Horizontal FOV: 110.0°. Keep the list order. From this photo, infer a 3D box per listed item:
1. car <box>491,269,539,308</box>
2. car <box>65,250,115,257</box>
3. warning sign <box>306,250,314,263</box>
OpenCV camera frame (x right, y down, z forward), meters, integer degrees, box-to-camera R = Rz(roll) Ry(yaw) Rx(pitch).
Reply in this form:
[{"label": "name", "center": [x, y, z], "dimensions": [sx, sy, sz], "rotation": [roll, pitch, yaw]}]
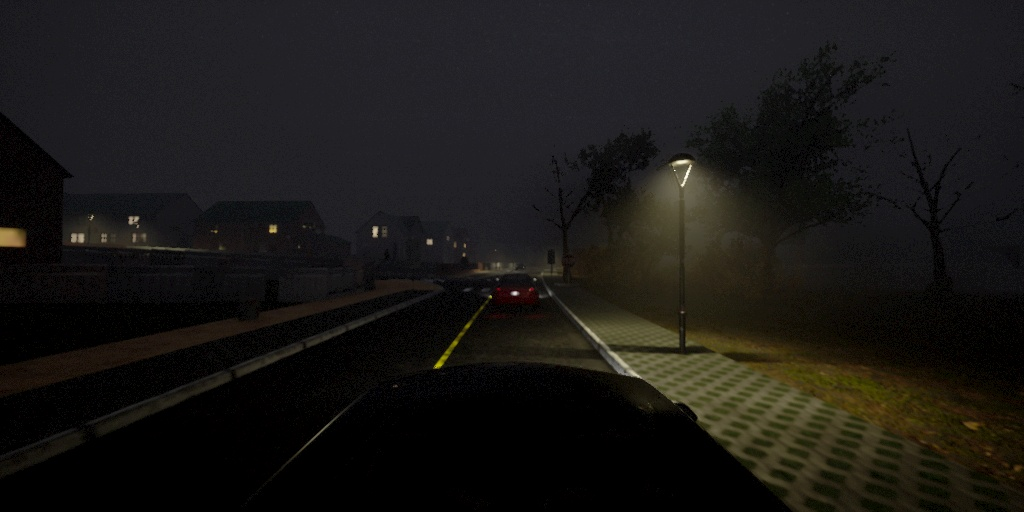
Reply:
[{"label": "car", "center": [0.175, 1.463, 16.092], "dimensions": [1.994, 1.385, 4.181], "rotation": [0, -1, 2]}, {"label": "car", "center": [-38.780, -0.175, 32.142], "dimensions": [5.357, 1.411, 2.033], "rotation": [3, -1, 2]}, {"label": "warning sign", "center": [-19.209, 0.357, 34.073], "dimensions": [1.060, 1.860, 1.300], "rotation": [0, 0, 2]}]
